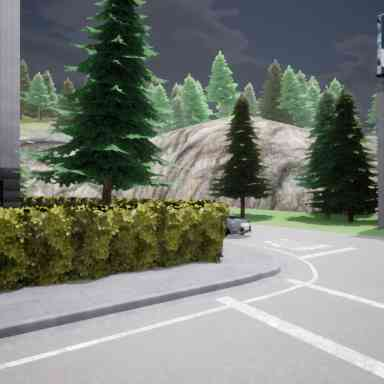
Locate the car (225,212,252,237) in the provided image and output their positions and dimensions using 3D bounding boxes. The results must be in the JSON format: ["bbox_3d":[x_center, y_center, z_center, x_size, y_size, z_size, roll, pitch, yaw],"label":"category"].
[{"bbox_3d":[1.221,1.668,19.335,2.128,1.511,4.902,0,0,-42],"label":"car"}]
